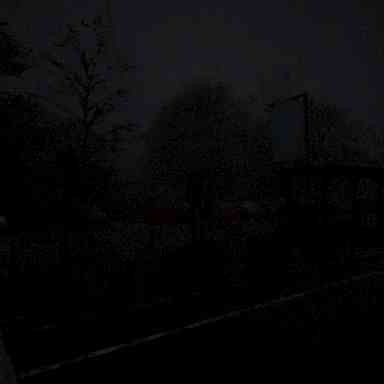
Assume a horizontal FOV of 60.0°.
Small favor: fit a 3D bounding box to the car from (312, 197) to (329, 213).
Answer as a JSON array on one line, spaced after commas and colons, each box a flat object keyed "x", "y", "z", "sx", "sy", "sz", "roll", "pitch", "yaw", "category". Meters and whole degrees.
[{"x": 11.100, "y": 1.413, "z": 34.650, "sx": 2.231, "sy": 1.521, "sz": 4.892, "roll": 0, "pitch": 0, "yaw": -36, "category": "car"}]

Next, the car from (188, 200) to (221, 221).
[{"x": -0.187, "y": 1.485, "z": 26.574, "sx": 2.002, "sy": 1.452, "sz": 4.674, "roll": 0, "pitch": 0, "yaw": -36, "category": "car"}]

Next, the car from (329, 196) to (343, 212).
[{"x": 13.335, "y": 1.435, "z": 36.294, "sx": 2.163, "sy": 1.488, "sz": 4.792, "roll": 0, "pitch": 0, "yaw": -36, "category": "car"}]

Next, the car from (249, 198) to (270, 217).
[{"x": 4.327, "y": 1.471, "z": 29.807, "sx": 2.002, "sy": 1.452, "sz": 4.674, "roll": 0, "pitch": 0, "yaw": -36, "category": "car"}]

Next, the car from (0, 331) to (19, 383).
[{"x": -3.301, "y": 1.605, "z": 1.330, "sx": 4.718, "sy": 1.301, "sz": 1.895, "roll": 0, "pitch": 0, "yaw": -36, "category": "car"}]

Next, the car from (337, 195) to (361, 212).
[{"x": 15.716, "y": 1.397, "z": 37.734, "sx": 1.946, "sy": 1.575, "sz": 5.366, "roll": 0, "pitch": 0, "yaw": -36, "category": "car"}]

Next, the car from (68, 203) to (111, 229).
[{"x": -6.942, "y": 1.497, "z": 21.707, "sx": 2.163, "sy": 1.488, "sz": 4.792, "roll": 0, "pitch": 0, "yaw": -36, "category": "car"}]

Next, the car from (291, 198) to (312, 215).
[{"x": 8.836, "y": 1.417, "z": 33.045, "sx": 2.097, "sy": 1.535, "sz": 5.008, "roll": 0, "pitch": 0, "yaw": -36, "category": "car"}]

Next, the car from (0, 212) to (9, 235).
[{"x": -11.365, "y": 1.479, "z": 18.348, "sx": 1.946, "sy": 1.575, "sz": 5.366, "roll": 0, "pitch": 0, "yaw": -36, "category": "car"}]

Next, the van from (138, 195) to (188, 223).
[{"x": -2.514, "y": 1.226, "z": 25.056, "sx": 1.878, "sy": 1.987, "sz": 4.442, "roll": 0, "pitch": 0, "yaw": -36, "category": "van"}]

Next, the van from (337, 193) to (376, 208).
[{"x": 20.190, "y": 1.164, "z": 41.021, "sx": 1.878, "sy": 1.987, "sz": 4.442, "roll": 0, "pitch": 0, "yaw": -36, "category": "van"}]

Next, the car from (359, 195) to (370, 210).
[{"x": 17.849, "y": 1.424, "z": 39.526, "sx": 2.163, "sy": 1.488, "sz": 4.792, "roll": 0, "pitch": 0, "yaw": -36, "category": "car"}]

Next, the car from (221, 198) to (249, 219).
[{"x": 2.072, "y": 1.437, "z": 28.189, "sx": 2.097, "sy": 1.535, "sz": 5.008, "roll": 0, "pitch": 0, "yaw": -36, "category": "car"}]

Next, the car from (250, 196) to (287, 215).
[{"x": 6.564, "y": 1.298, "z": 31.450, "sx": 2.185, "sy": 1.767, "sz": 4.553, "roll": 0, "pitch": 0, "yaw": -36, "category": "car"}]
